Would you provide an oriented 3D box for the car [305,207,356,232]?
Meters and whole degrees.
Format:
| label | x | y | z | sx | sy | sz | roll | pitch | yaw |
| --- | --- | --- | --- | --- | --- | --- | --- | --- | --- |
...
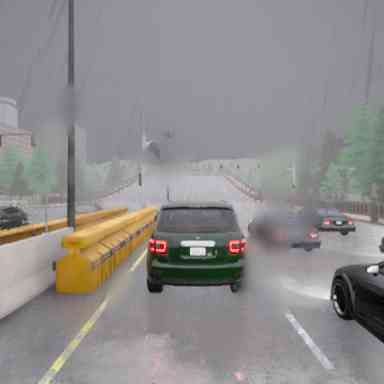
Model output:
| label | x | y | z | sx | sy | sz | roll | pitch | yaw |
| --- | --- | --- | --- | --- | --- | --- | --- | --- | --- |
| car | 7.125 | 1.539 | 18.608 | 2.033 | 1.411 | 5.357 | 0 | 0 | 0 |

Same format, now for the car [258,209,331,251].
| label | x | y | z | sx | sy | sz | roll | pitch | yaw |
| --- | --- | --- | --- | --- | --- | --- | --- | --- | --- |
| car | 3.622 | 1.541 | 13.945 | 2.033 | 1.411 | 5.357 | 0 | 0 | 0 |

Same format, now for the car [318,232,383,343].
| label | x | y | z | sx | sy | sz | roll | pitch | yaw |
| --- | --- | --- | --- | --- | --- | --- | --- | --- | --- |
| car | 3.610 | 1.562 | 4.670 | 1.994 | 1.385 | 4.181 | 0 | 0 | 0 |

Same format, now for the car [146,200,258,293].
| label | x | y | z | sx | sy | sz | roll | pitch | yaw |
| --- | --- | --- | --- | --- | --- | --- | --- | --- | --- |
| car | 0.114 | 1.217 | 8.987 | 2.150 | 2.045 | 5.566 | 0 | 0 | 0 |

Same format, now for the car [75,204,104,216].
| label | x | y | z | sx | sy | sz | roll | pitch | yaw |
| --- | --- | --- | --- | --- | --- | --- | --- | --- | --- |
| car | -6.968 | 1.543 | 22.171 | 1.812 | 1.442 | 4.674 | 0 | 0 | 0 |

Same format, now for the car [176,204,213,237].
| label | x | y | z | sx | sy | sz | roll | pitch | yaw |
| --- | --- | --- | --- | --- | --- | --- | --- | --- | --- |
| car | 0.127 | 1.496 | 18.838 | 1.837 | 1.490 | 4.892 | 0 | 0 | 0 |
